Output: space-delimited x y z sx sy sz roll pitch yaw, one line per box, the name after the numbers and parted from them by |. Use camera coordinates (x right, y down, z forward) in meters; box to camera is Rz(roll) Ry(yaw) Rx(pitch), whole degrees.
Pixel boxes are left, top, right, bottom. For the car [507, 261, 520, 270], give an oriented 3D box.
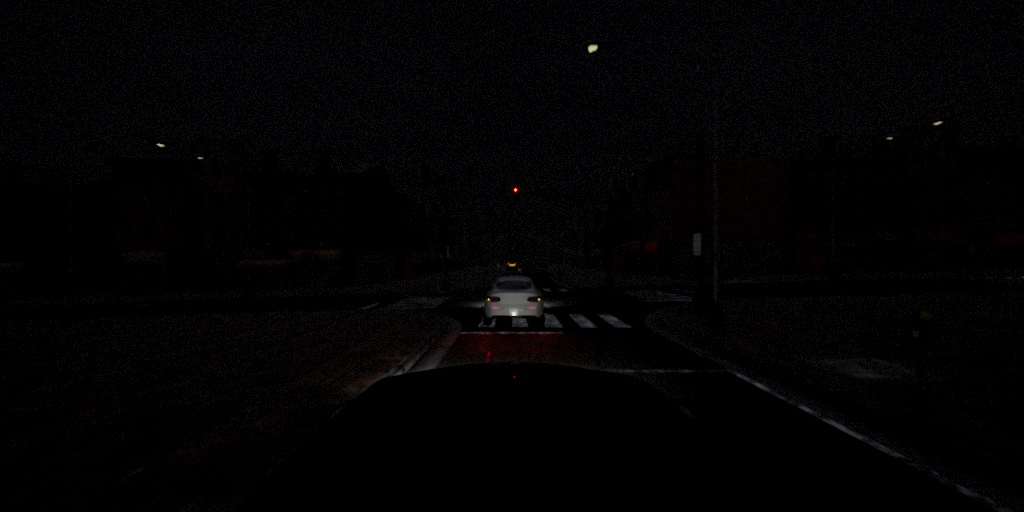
0.055 1.991 61.295 1.895 1.301 4.718 0 -1 0 | car

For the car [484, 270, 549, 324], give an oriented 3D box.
0.067 1.371 12.239 1.812 1.442 4.674 0 0 0 | car

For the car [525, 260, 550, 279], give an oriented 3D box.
2.639 1.529 35.785 1.967 1.591 4.097 0 0 0 | car

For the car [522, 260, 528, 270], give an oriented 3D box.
2.639 1.464 41.186 2.192 1.841 5.009 0 0 0 | car
